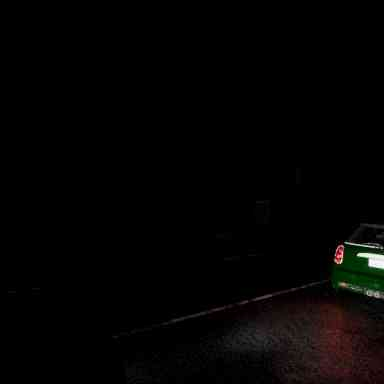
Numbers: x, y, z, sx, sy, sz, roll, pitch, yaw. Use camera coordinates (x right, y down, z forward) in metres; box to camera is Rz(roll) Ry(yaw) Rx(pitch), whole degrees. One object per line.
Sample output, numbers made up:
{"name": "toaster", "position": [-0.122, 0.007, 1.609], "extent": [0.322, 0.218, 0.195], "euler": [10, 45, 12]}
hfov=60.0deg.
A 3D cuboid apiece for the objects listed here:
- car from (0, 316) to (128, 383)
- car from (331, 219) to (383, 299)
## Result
{"name": "car", "position": [-2.740, 1.492, 1.795], "extent": [4.902, 1.511, 2.128], "euler": [0, 0, -36]}
{"name": "car", "position": [5.177, 1.352, 7.425], "extent": [4.553, 1.767, 2.097], "euler": [0, 0, -35]}
